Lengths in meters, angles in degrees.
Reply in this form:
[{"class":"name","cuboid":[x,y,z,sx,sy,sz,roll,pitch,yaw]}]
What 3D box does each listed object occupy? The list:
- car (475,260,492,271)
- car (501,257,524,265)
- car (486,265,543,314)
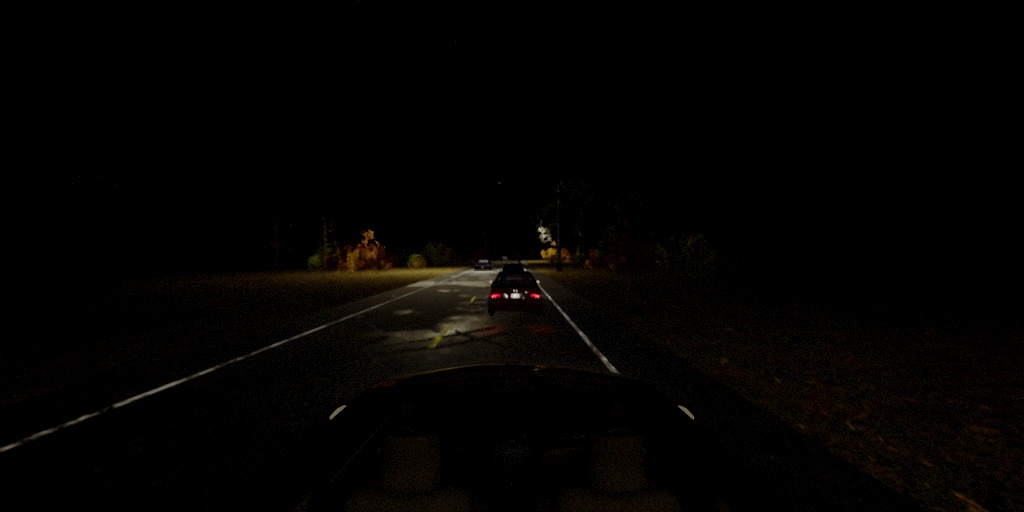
[{"class":"car","cuboid":[-3.569,1.153,45.438,1.994,1.385,4.181,0,0,0]},{"class":"car","cuboid":[0.104,1.124,33.332,2.128,1.511,4.902,0,0,0]},{"class":"car","cuboid":[0.102,1.254,13.425,2.033,1.411,5.357,0,0,0]}]
